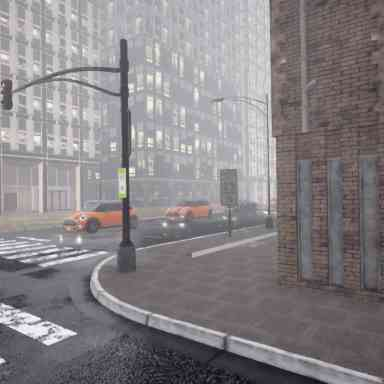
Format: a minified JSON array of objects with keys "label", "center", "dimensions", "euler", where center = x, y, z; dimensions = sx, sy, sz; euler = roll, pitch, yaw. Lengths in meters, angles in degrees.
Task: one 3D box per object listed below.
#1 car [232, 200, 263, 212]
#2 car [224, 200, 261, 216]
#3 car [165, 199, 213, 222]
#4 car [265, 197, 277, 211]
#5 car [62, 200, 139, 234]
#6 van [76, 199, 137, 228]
[{"label":"car","center":[6.952,1.689,41.383],"dimensions":[1.752,1.417,4.829],"euler":[-2,-1,36]},{"label":"car","center":[5.094,1.590,34.374],"dimensions":[2.128,1.511,4.902],"euler":[-1,-1,36]},{"label":"car","center":[-0.181,1.433,27.077],"dimensions":[2.097,1.767,4.553],"euler":[-1,-1,36]},{"label":"car","center":[11.034,1.471,42.556],"dimensions":[2.097,1.767,4.553],"euler":[-1,-1,36]},{"label":"car","center":[-5.386,1.416,19.921],"dimensions":[2.097,1.767,4.553],"euler":[-1,-1,37]},{"label":"van","center":[-5.946,1.460,23.520],"dimensions":[1.690,1.788,3.998],"euler":[-2,-1,36]}]
